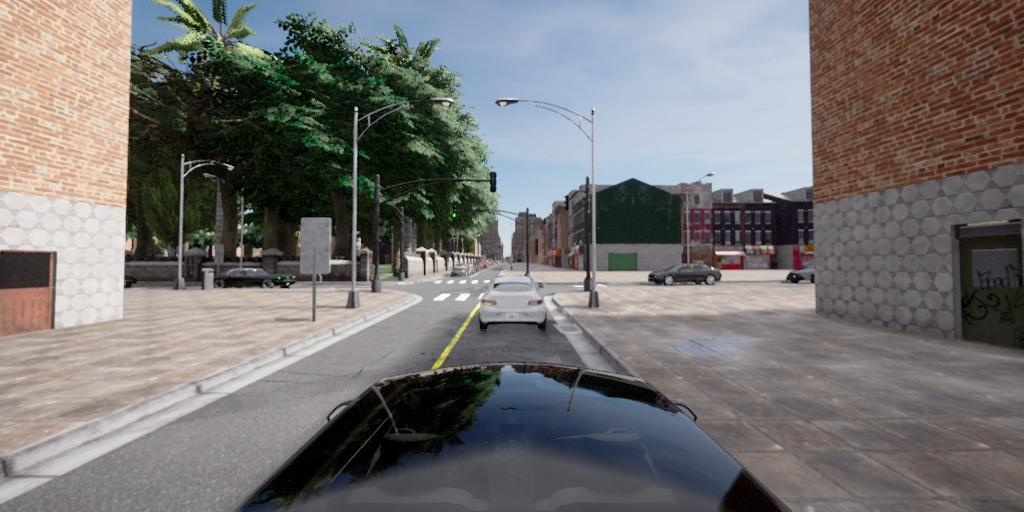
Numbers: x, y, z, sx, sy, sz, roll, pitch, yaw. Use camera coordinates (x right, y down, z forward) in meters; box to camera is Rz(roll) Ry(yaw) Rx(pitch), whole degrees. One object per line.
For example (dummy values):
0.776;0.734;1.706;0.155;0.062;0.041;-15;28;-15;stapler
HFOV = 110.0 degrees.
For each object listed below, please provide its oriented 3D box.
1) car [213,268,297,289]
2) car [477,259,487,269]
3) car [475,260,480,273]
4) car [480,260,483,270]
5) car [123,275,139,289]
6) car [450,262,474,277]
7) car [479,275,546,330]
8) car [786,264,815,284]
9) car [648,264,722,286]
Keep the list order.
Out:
-16.159;1.432;22.319;4.718;1.301;1.895;0;-2;0;car
-5.766;1.683;62.243;1.802;1.307;4.207;0;0;-1;car
-5.614;1.539;45.894;2.007;1.370;4.403;0;0;-1;car
-5.664;1.589;51.344;1.948;1.339;4.313;0;0;-1;car
-26.319;1.426;22.255;4.718;1.301;1.895;0;-2;0;car
-5.574;1.495;38.759;2.007;1.370;4.403;0;0;-1;car
0.033;1.321;11.175;1.812;1.442;4.674;0;0;1;car
22.068;1.249;25.524;4.181;1.385;1.994;-1;-2;0;car
12.200;1.296;25.456;4.892;1.490;1.837;-1;-2;0;car
